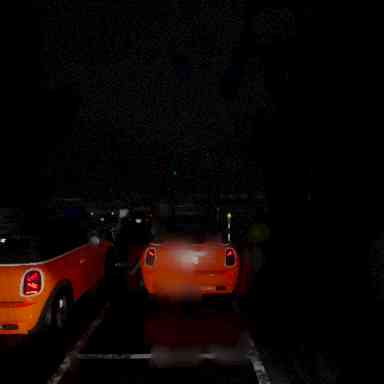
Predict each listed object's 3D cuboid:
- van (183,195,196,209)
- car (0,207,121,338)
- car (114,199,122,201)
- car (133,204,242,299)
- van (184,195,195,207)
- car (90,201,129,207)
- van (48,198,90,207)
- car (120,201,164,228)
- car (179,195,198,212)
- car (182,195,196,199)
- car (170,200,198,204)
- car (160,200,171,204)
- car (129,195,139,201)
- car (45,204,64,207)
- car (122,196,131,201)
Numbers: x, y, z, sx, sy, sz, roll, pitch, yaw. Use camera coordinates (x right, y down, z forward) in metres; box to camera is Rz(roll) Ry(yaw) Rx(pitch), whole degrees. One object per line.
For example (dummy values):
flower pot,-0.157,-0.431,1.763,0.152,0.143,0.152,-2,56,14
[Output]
van,-0.384,1.353,45.324,1.690,1.788,3.998,0,0,0
car,-3.049,1.352,6.780,2.097,1.767,4.553,0,0,0
car,-8.909,1.572,34.448,1.947,1.339,4.313,0,0,0
car,-0.032,1.353,8.620,2.097,1.767,4.553,0,0,0
van,-0.384,1.356,50.761,1.690,1.788,3.998,0,0,0
car,-6.245,1.604,25.372,1.895,1.301,4.718,0,0,0
van,-8.909,1.344,23.573,1.690,1.788,3.998,0,0,0
car,-3.144,1.528,21.840,1.812,1.442,4.674,0,0,0
car,-0.384,1.324,39.886,2.192,1.841,5.009,0,0,0
car,-0.384,1.446,34.448,1.967,1.590,4.097,0,0,0
car,-0.384,1.528,23.743,1.752,1.417,4.829,0,0,0
car,-3.048,1.571,37.069,1.994,1.385,4.181,0,0,0
car,-8.910,1.452,45.324,1.967,1.590,4.097,0,0,0
car,-8.909,1.567,18.136,1.947,1.339,4.313,0,0,0
car,-8.909,1.534,39.716,1.752,1.417,4.829,0,0,0
